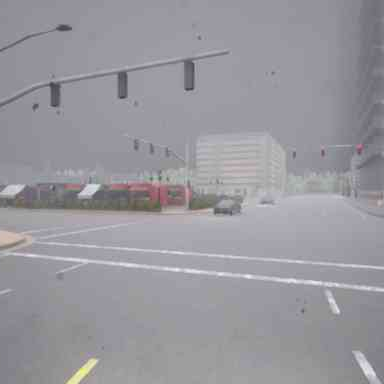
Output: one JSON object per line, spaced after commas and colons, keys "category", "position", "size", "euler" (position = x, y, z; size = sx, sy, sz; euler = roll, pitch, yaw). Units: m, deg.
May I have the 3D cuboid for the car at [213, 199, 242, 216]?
{"category": "car", "position": [3.569, 1.474, 32.892], "size": [1.882, 1.535, 5.008], "euler": [0, 1, 22]}

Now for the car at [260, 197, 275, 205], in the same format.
{"category": "car", "position": [12.705, 1.516, 56.014], "size": [1.994, 1.385, 4.181], "euler": [0, 0, 22]}
